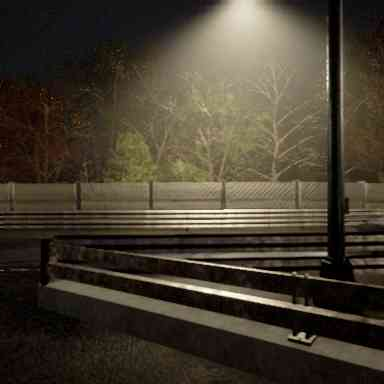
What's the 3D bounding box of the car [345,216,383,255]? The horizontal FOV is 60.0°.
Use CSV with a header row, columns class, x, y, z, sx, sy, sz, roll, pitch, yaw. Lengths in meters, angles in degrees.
class,x,y,z,sx,sy,sz,roll,pitch,yaw
car,7.647,1.566,12.488,4.181,1.385,1.994,0,0,-5
